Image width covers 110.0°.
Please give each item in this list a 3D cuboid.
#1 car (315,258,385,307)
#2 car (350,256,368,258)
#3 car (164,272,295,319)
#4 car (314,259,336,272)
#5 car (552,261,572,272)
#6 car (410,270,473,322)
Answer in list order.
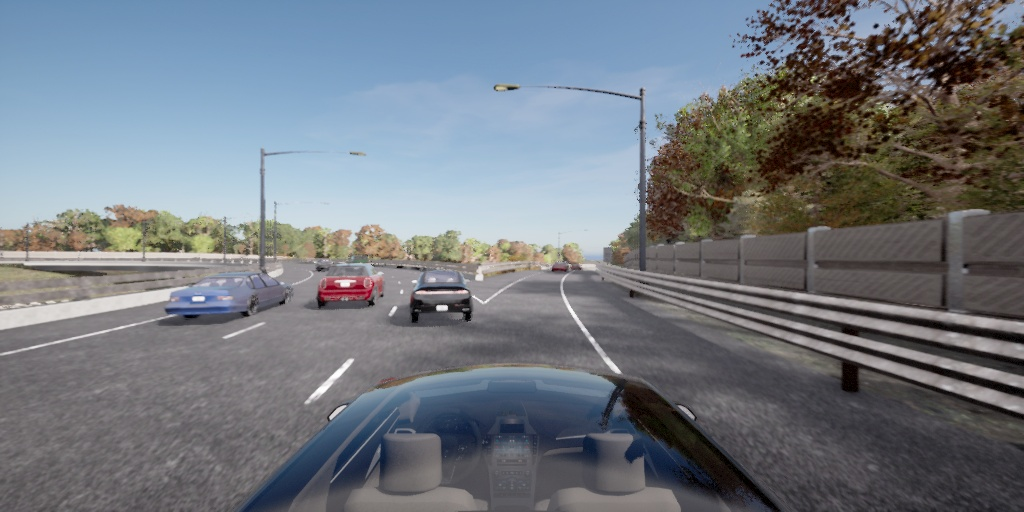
[{"bbox_3d":[-6.823,1.097,15.640,2.097,1.767,4.553,0,0,-14],"label":"car"},{"bbox_3d":[-19.888,0.958,46.293,2.150,2.045,5.566,0,0,-32],"label":"car"},{"bbox_3d":[-9.636,1.283,12.792,2.033,1.411,5.357,0,0,-14],"label":"car"},{"bbox_3d":[-24.847,1.218,47.498,2.128,1.511,4.902,0,0,-33],"label":"car"},{"bbox_3d":[6.545,1.393,48.182,1.994,1.385,4.181,0,-1,13],"label":"car"},{"bbox_3d":[-2.441,1.243,12.408,2.128,1.511,4.902,0,0,-12],"label":"car"}]
